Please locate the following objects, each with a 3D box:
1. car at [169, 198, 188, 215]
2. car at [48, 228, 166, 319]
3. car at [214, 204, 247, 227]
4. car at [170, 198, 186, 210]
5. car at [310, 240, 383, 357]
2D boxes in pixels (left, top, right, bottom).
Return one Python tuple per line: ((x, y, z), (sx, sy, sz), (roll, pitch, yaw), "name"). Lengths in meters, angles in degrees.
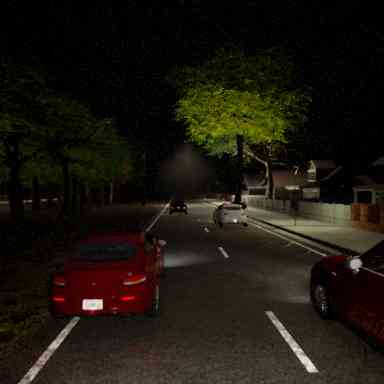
((-1.423, 1.588, 34.957), (2.033, 1.411, 5.357), (0, 0, -2), "car")
((-1.585, 1.527, 7.297), (1.812, 1.442, 4.674), (0, 0, -2), "car")
((2.595, 1.548, 23.050), (1.812, 1.442, 4.674), (0, 0, -2), "car")
((-1.932, 1.585, 45.601), (2.033, 1.411, 5.357), (0, 0, -2), "car")
((3.360, 1.354, 4.503), (2.097, 1.767, 4.553), (0, 0, -3), "car")
